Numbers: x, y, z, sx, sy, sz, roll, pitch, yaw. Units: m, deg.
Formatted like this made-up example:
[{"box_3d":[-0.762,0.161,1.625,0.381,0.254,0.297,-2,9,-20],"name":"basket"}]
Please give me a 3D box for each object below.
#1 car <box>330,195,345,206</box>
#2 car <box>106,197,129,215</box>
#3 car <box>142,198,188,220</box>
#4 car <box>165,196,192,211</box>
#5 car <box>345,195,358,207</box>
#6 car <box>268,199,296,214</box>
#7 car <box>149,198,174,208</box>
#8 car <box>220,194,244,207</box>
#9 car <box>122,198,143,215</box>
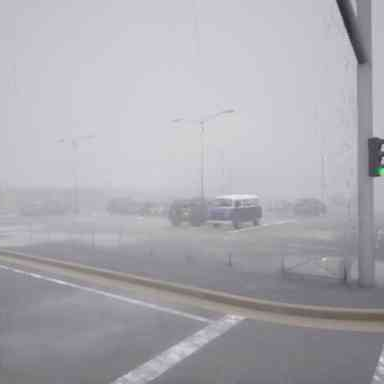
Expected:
[{"box_3d":[23.674,1.352,53.868,1.905,1.878,3.866,-1,0,37],"name":"car"},{"box_3d":[-7.080,1.457,36.101,1.932,1.855,4.605,-1,0,37],"name":"car"},{"box_3d":[-2.574,1.649,32.807,1.970,1.475,3.806,-1,0,37],"name":"car"},{"box_3d":[-2.535,1.516,51.495,1.932,1.855,4.605,-1,0,37],"name":"car"},{"box_3d":[25.962,1.323,52.096,1.932,1.855,4.605,-1,0,37],"name":"car"},{"box_3d":[11.072,1.605,41.474,1.970,1.475,3.806,-1,0,37],"name":"car"},{"box_3d":[-4.818,1.752,53.276,1.784,1.438,3.905,-1,0,37],"name":"car"},{"box_3d":[7.914,1.529,65.559,1.905,1.878,3.866,-1,0,37],"name":"car"},{"box_3d":[-4.896,1.643,34.537,1.784,1.438,3.905,-1,0,37],"name":"car"}]
